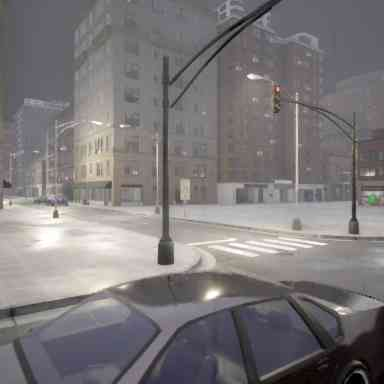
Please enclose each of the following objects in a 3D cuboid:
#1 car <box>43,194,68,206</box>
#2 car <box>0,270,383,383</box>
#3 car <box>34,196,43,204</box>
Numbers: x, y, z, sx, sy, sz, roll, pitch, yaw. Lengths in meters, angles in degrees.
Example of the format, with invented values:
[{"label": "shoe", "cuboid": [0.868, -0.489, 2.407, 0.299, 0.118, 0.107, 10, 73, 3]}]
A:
[{"label": "car", "cuboid": [-19.612, 1.119, 48.219, 2.097, 1.767, 4.553, 0, 0, -36]}, {"label": "car", "cuboid": [-0.122, 1.547, 2.981, 5.357, 1.411, 2.033, 0, 0, -36]}, {"label": "car", "cuboid": [-25.409, 1.288, 56.331, 1.994, 1.385, 4.181, 0, 0, -36]}]
